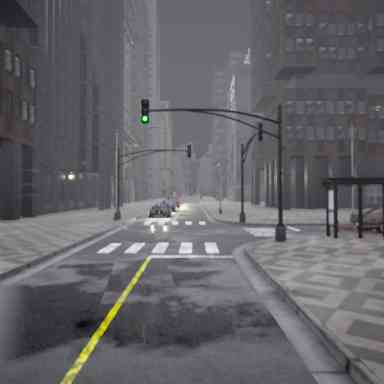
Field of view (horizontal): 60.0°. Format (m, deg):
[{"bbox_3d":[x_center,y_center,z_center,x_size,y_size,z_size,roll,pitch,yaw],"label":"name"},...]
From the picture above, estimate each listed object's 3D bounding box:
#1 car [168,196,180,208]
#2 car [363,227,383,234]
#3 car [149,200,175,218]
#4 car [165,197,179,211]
[{"bbox_3d":[-3.134,1.624,55.258,2.150,2.045,5.566,0,0,0],"label":"car"},{"bbox_3d":[11.489,1.561,18.579,4.674,1.442,1.812,0,-1,0],"label":"car"},{"bbox_3d":[-3.128,1.810,33.594,1.994,1.385,4.181,0,0,0],"label":"car"},{"bbox_3d":[-3.136,1.799,44.007,1.882,1.535,5.008,0,0,0],"label":"car"}]
